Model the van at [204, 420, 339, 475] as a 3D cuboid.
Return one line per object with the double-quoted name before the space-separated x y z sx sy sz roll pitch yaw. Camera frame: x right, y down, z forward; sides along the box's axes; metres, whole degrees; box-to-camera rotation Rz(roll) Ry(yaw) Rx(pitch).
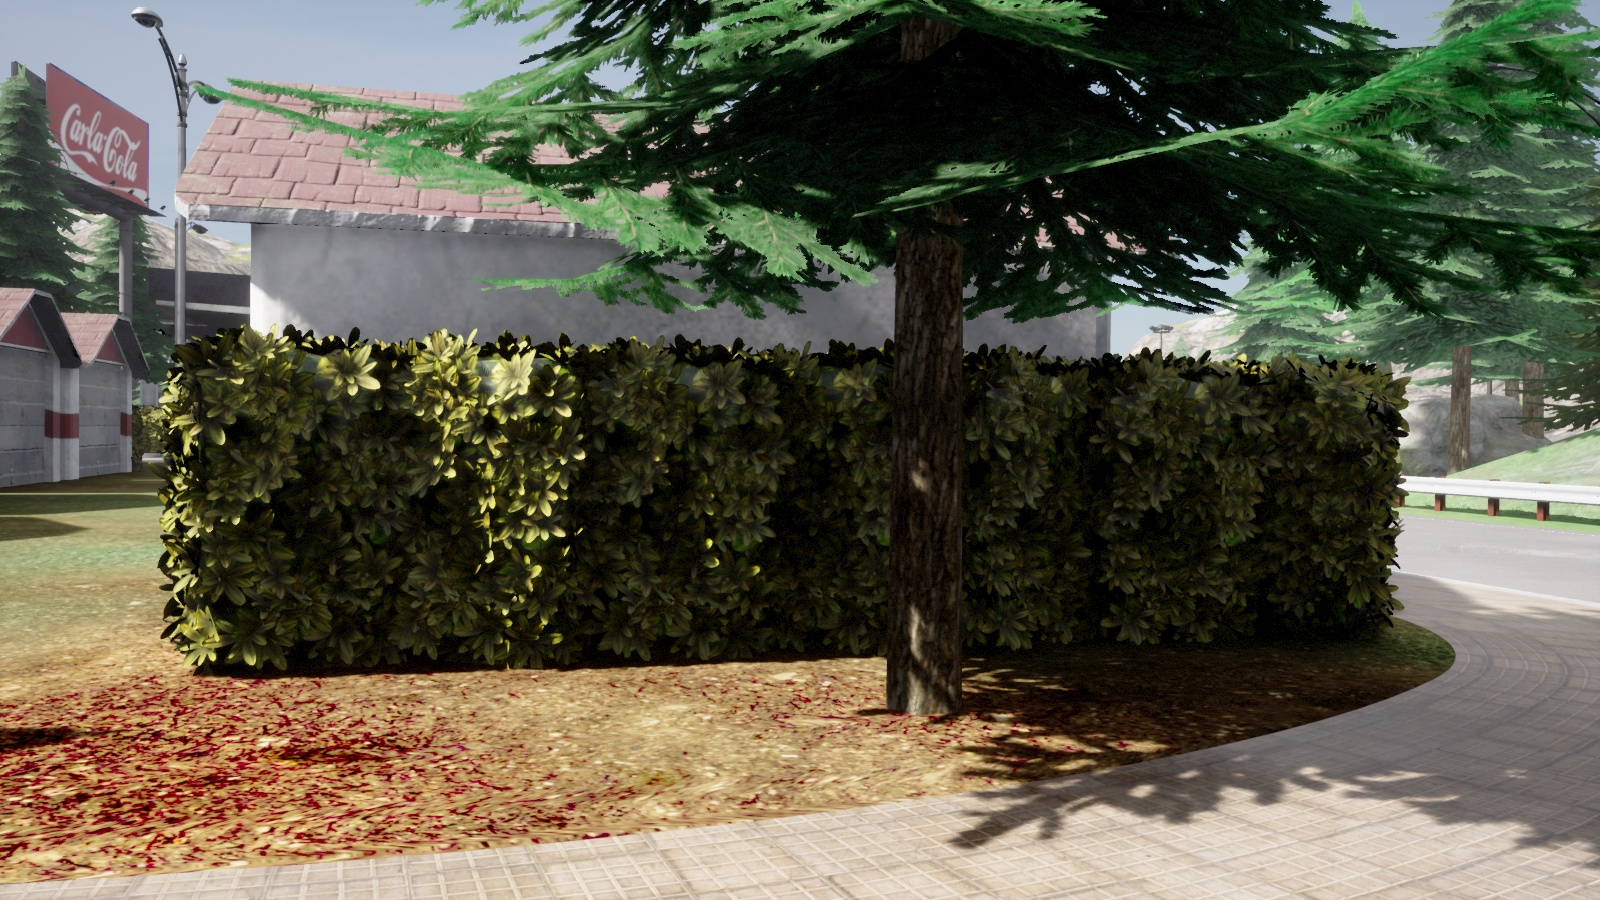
"van" -19.764 -0.103 47.132 4.442 1.987 1.775 0 0 -14
